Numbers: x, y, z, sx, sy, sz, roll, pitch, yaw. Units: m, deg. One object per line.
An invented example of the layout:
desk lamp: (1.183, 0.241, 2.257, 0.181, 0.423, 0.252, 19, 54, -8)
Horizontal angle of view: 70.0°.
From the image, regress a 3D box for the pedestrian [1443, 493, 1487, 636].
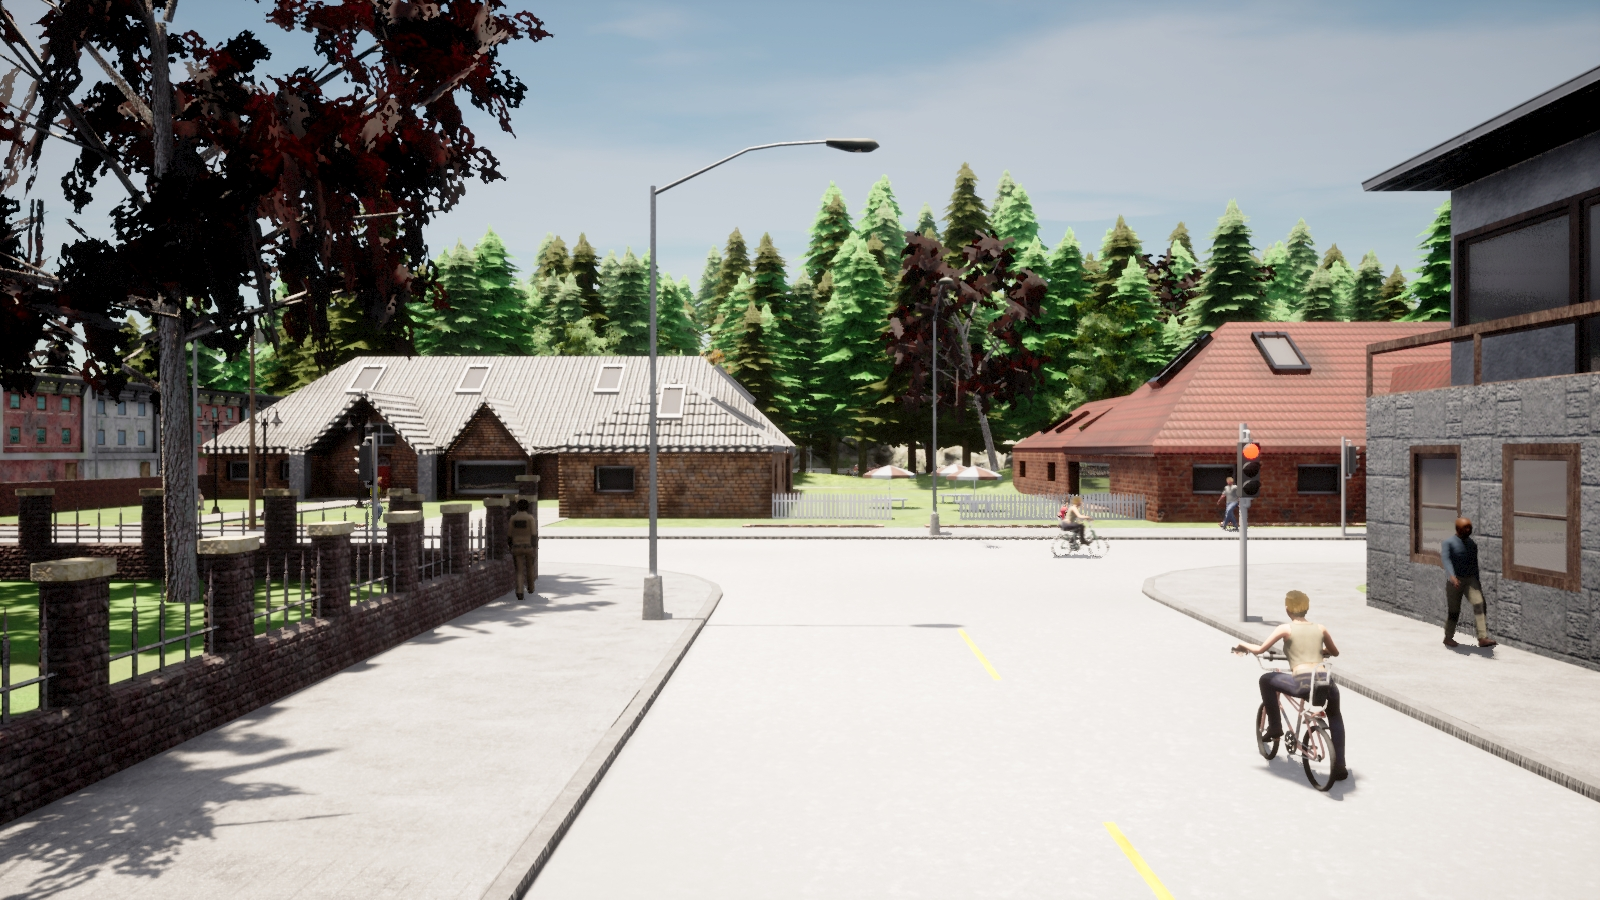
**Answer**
pedestrian: (8.853, 1.516, 15.220, 0.375, 1.860, 0.375, 0, 0, 1)

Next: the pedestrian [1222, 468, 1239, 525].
pedestrian: (14.201, 1.524, 37.688, 0.375, 1.860, 0.375, 0, 0, -27)

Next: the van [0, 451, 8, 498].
van: (-44.097, 1.314, 59.125, 1.988, 2.561, 5.915, 0, 0, 2)

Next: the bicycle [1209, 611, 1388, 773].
bicycle: (4.247, 2.036, 9.857, 0.859, 1.080, 1.487, 0, 0, -2)

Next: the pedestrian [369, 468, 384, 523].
pedestrian: (-14.232, 1.524, 38.407, 0.375, 1.860, 0.375, 0, 0, 2)

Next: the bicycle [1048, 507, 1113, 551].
bicycle: (7.270, 2.036, 29.659, 1.487, 1.080, 0.859, 0, 0, 1)

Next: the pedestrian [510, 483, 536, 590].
pedestrian: (-4.921, 1.523, 20.280, 0.375, 1.860, 0.375, 0, 0, -1)
